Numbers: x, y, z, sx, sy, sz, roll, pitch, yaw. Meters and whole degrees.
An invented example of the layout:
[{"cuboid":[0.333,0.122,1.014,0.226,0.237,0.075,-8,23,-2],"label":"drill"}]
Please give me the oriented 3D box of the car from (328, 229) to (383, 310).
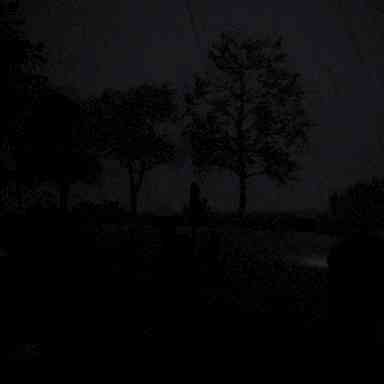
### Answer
[{"cuboid":[4.608,1.591,7.722,1.812,1.442,4.674,0,-1,9],"label":"car"}]
